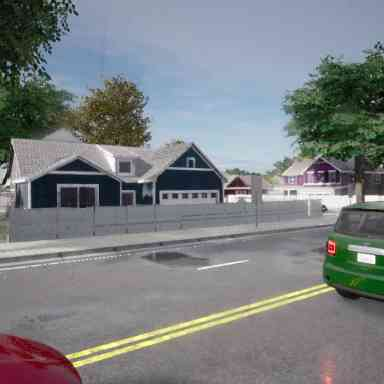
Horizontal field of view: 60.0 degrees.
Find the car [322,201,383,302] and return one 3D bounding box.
[{"bbox_3d":[5.144,1.209,7.149,5.566,2.045,2.150,0,0,-35],"label":"car"}]

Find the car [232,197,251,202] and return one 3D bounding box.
[{"bbox_3d":[7.331,1.426,44.762,2.097,1.767,4.553,-1,0,-31],"label":"car"}]

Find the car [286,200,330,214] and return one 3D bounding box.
[{"bbox_3d":[12.647,1.574,36.443,1.994,1.385,4.181,-1,0,-34],"label":"car"}]

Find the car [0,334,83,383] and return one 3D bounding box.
[{"bbox_3d":[-2.979,1.476,1.317,5.008,1.535,1.882,0,0,-35],"label":"car"}]
